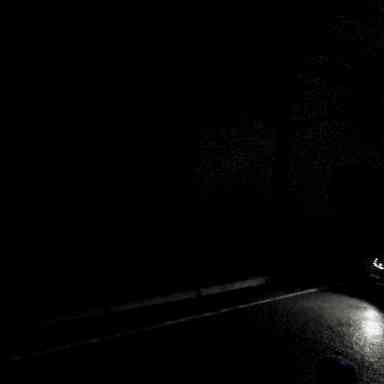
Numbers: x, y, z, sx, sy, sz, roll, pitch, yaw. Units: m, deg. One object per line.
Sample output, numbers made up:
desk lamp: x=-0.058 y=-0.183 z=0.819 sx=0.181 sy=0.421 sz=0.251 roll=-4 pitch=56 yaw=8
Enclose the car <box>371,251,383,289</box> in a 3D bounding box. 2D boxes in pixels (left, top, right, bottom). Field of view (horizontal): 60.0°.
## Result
car: x=6.241 y=1.540 z=7.862 sx=4.892 sy=1.490 sz=1.837 roll=1 pitch=0 yaw=-32
